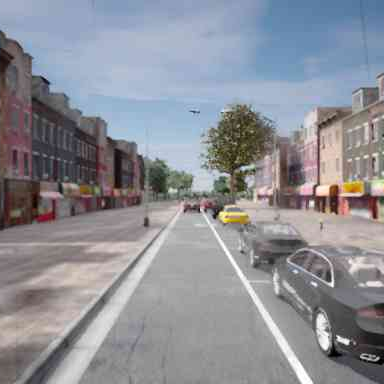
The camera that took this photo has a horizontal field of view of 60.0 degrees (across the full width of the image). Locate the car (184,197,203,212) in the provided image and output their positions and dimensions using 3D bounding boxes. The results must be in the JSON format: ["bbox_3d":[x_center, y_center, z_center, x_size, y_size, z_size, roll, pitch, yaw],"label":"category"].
[{"bbox_3d":[0.046,1.731,44.021,2.097,1.767,4.553,0,0,1],"label":"car"}]

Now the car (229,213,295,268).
[{"bbox_3d":[2.642,1.652,11.476,2.008,1.369,4.403,0,0,0],"label":"car"}]

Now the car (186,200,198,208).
[{"bbox_3d":[0.047,2.075,59.883,1.994,1.385,4.181,0,-1,1],"label":"car"}]

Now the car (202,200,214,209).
[{"bbox_3d":[2.655,2.021,55.841,1.887,1.381,4.507,0,0,0],"label":"car"}]

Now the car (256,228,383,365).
[{"bbox_3d":[2.641,1.605,5.931,2.008,1.369,4.403,0,0,0],"label":"car"}]

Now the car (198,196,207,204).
[{"bbox_3d":[2.662,2.057,83.569,2.192,1.841,5.009,0,-1,0],"label":"car"}]

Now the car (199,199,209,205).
[{"bbox_3d":[2.659,2.181,72.475,2.008,1.369,4.403,0,-1,0],"label":"car"}]

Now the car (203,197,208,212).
[{"bbox_3d":[2.652,1.698,44.752,2.192,1.841,5.009,0,0,0],"label":"car"}]

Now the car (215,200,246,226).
[{"bbox_3d":[3.034,1.673,25.036,1.801,1.575,5.366,0,0,0],"label":"car"}]

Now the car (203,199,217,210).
[{"bbox_3d":[2.654,1.870,50.296,1.967,1.590,4.097,0,0,0],"label":"car"}]

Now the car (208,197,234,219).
[{"bbox_3d":[2.992,1.502,31.878,2.150,2.045,5.566,0,0,0],"label":"car"}]

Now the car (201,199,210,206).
[{"bbox_3d":[2.658,2.102,67.102,1.752,1.417,4.829,0,-1,0],"label":"car"}]
